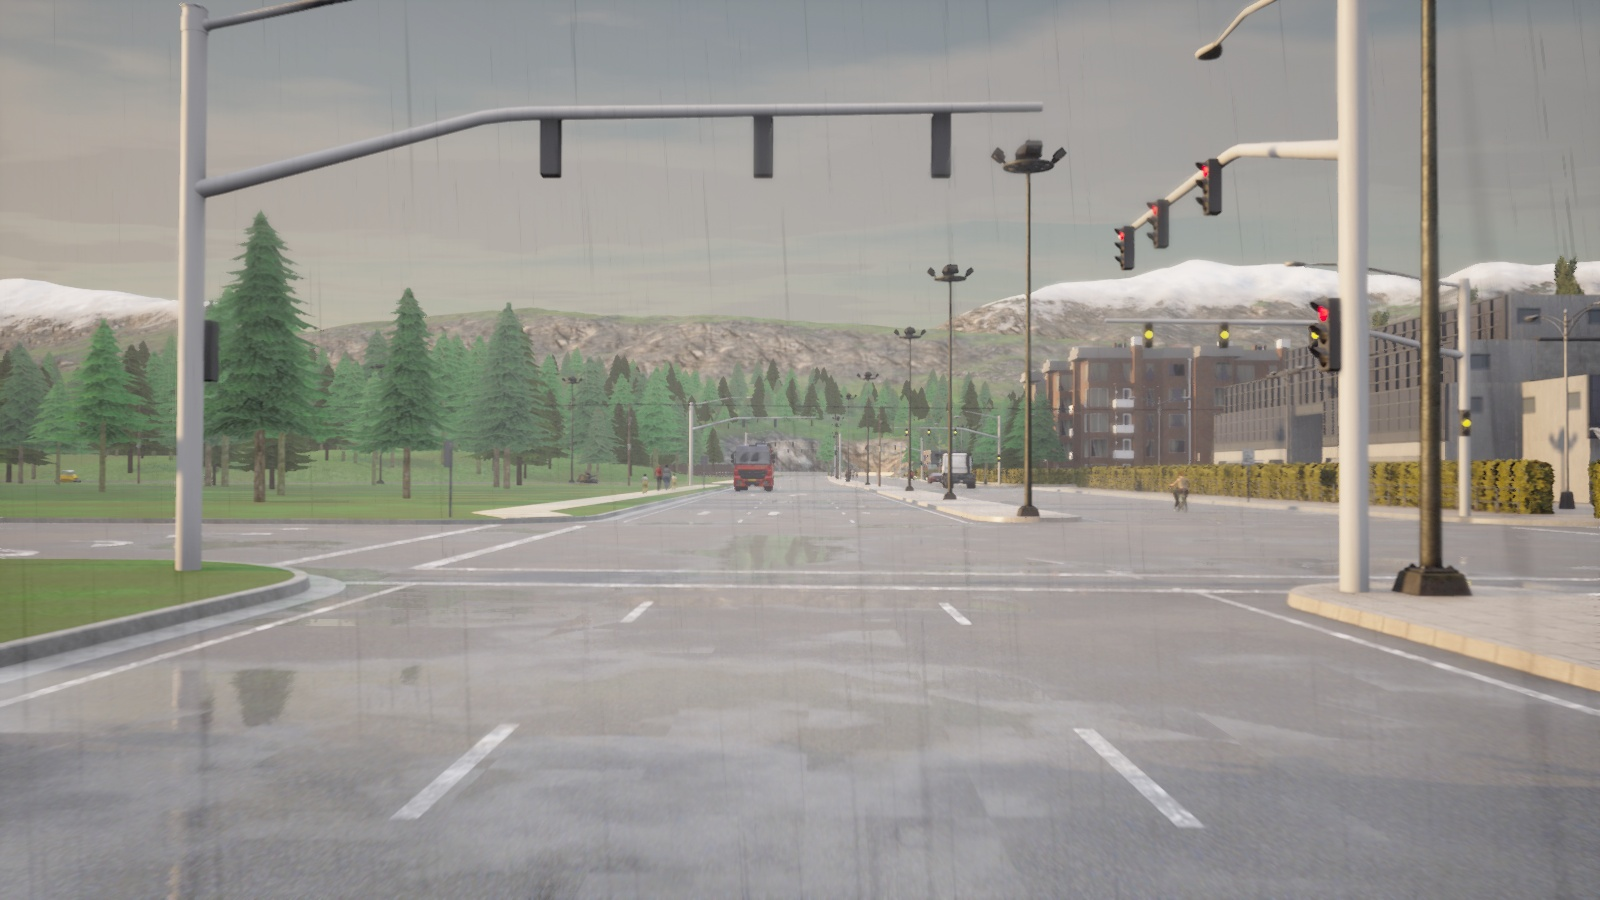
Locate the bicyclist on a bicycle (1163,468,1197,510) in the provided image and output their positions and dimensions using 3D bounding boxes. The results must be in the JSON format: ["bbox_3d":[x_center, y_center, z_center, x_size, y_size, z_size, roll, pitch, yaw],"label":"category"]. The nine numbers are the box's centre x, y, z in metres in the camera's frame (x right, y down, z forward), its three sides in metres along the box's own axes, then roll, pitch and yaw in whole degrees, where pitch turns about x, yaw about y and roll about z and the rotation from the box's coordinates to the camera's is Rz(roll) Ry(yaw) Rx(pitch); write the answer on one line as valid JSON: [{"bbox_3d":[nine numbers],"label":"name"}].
[{"bbox_3d":[14.884,1.525,49.178,0.866,1.612,1.509,0,-1,0],"label":"bicyclist on a bicycle"}]

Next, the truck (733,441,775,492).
[{"bbox_3d":[-3.545,1.328,98.207,2.891,3.827,8.468,0,-1,0],"label":"truck"}]
